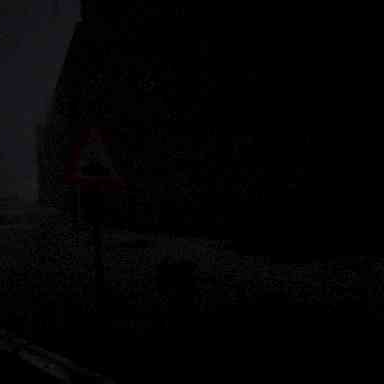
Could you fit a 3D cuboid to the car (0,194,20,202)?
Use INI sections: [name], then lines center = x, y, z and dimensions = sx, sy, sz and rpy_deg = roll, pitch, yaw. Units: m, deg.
[car]
center = -32.401, 1.005, 58.759
dimensions = 1.994, 1.385, 4.181
rpy_deg = -4, 1, 8
